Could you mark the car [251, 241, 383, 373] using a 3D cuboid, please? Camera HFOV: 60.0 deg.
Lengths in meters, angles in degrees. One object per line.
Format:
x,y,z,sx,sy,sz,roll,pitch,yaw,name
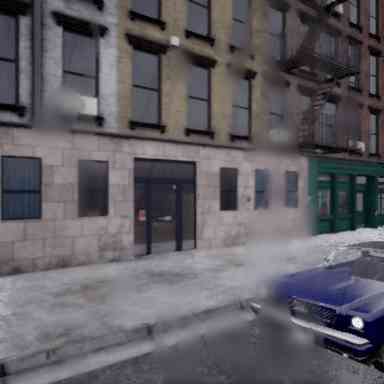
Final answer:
3.241,1.602,5.691,4.718,1.301,1.895,0,0,-36,car
